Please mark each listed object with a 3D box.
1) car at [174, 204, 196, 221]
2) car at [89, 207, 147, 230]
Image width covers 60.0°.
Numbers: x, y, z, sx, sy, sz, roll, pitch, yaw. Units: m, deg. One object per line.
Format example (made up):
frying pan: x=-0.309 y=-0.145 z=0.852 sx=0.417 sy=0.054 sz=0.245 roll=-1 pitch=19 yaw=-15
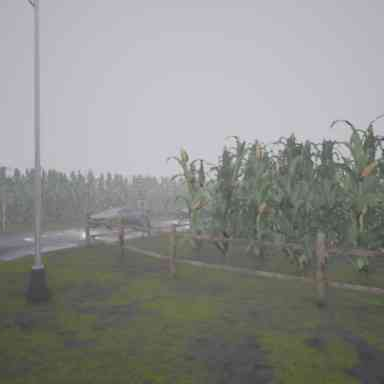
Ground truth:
car: x=0.690 y=1.733 z=29.441 sx=2.033 sy=1.411 sz=5.357 roll=-1 pitch=-1 yaw=36
car: x=-4.836 y=1.686 z=21.917 sx=1.994 sy=1.385 sz=4.181 roll=-1 pitch=-1 yaw=37
